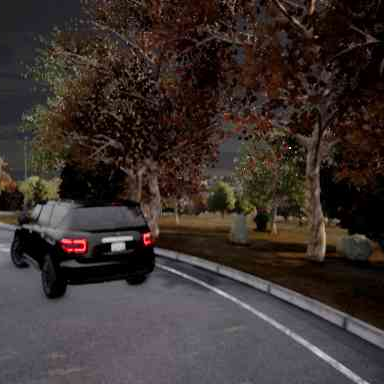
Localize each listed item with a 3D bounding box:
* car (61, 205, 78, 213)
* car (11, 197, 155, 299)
[{"bbox_3d":[-25.064,3.578,68.178,2.128,1.511,4.902,0,-4,-8],"label":"car"},{"bbox_3d":[-3.063,1.155,8.709,2.150,2.045,5.566,0,1,-37],"label":"car"}]
